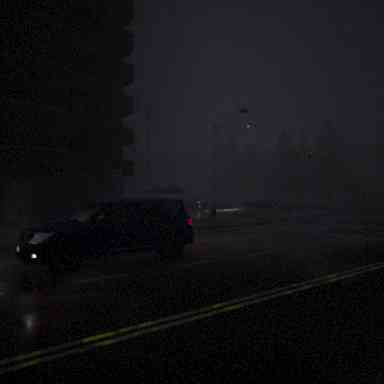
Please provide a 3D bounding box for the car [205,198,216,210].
[{"bbox_3d":[0.308,1.225,40.093,2.097,1.767,4.553,0,0,-37],"label":"car"}]

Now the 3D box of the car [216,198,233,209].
[{"bbox_3d":[3.194,1.424,42.052,1.994,1.385,4.181,0,0,-37],"label":"car"}]

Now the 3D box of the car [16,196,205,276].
[{"bbox_3d":[-2.519,1.211,10.743,5.566,2.045,2.150,0,0,-35],"label":"car"}]

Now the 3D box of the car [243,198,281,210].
[{"bbox_3d":[8.556,1.449,41.120,1.895,1.301,4.718,0,0,-36],"label":"car"}]
